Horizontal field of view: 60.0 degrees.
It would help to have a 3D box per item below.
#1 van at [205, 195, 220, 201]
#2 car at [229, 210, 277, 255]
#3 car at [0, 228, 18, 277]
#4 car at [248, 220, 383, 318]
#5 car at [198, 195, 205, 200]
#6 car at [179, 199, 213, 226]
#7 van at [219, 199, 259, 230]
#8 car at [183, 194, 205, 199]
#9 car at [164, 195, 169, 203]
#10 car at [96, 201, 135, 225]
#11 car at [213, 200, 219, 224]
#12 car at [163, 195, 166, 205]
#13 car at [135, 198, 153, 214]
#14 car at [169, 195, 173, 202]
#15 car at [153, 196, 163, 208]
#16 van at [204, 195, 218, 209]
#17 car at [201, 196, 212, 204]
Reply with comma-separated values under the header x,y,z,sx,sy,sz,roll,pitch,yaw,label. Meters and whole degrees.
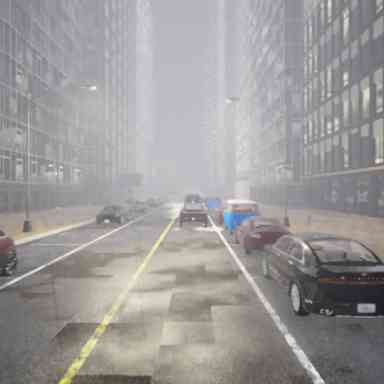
x,y,z,sx,sy,sz,roll,pitch,yaw,label
2.693,1.349,41.502,1.690,1.788,3.998,0,0,0,van
2.691,1.590,13.010,1.802,1.307,4.206,0,0,0,car
-5.691,1.446,7.315,1.967,1.590,4.097,0,0,0,car
2.690,1.557,7.313,2.008,1.369,4.403,0,0,0,car
2.697,1.513,92.787,1.887,1.381,4.507,0,0,0,car
0.104,1.501,23.233,2.128,1.511,4.902,0,0,0,car
2.691,1.351,18.709,1.690,1.788,3.998,0,0,0,van
0.106,1.232,41.030,2.150,2.045,5.566,0,0,0,car
-5.686,1.551,58.599,2.008,1.369,4.403,0,0,0,car
-5.689,1.576,24.409,1.947,1.339,4.313,0,0,0,car
2.692,1.555,24.407,1.887,1.381,4.507,0,0,0,car
-5.687,1.586,52.902,1.802,1.307,4.206,0,0,0,car
-5.688,1.591,35.806,1.802,1.307,4.206,0,0,0,car
-5.685,1.430,69.996,1.967,1.590,4.097,0,0,0,car
-5.687,1.551,47.203,1.887,1.381,4.507,0,0,0,car
2.693,1.347,47.201,1.690,1.788,3.998,0,0,0,van
2.695,1.561,64.297,1.947,1.339,4.313,0,0,0,car
